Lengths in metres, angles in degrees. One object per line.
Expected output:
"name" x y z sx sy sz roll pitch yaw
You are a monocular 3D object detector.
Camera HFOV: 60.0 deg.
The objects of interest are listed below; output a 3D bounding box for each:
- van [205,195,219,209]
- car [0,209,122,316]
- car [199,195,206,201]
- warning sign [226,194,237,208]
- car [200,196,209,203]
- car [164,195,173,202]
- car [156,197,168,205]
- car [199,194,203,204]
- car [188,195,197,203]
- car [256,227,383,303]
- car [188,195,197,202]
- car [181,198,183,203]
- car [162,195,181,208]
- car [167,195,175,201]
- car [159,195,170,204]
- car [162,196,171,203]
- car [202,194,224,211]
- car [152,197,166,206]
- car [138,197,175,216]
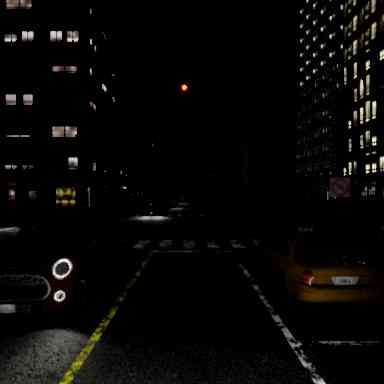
"van" 2.740 1.364 45.937 1.690 1.788 3.998 0 0 0
"car" -3.091 1.351 7.787 2.097 1.767 4.553 0 0 0
"car" 2.794 1.625 90.321 1.752 1.417 4.829 0 0 0
"warning sign" 5.124 1.135 43.665 1.300 1.860 1.060 0 0 0
"car" 2.774 1.611 73.571 1.887 1.381 4.507 0 0 0
"car" -5.600 1.516 79.107 1.967 1.590 4.097 0 0 0
"car" -5.619 1.591 62.526 1.887 1.381 4.507 0 0 0
"car" 2.760 1.362 62.517 2.192 1.841 5.009 0 0 0
"car" 0.082 1.536 69.190 1.882 1.535 5.008 0 0 0
"car" 2.696 1.526 8.168 1.752 1.417 4.829 0 0 0
"car" 0.095 1.531 79.608 2.033 1.411 5.357 0 0 0
"car" -2.925 1.582 68.109 1.812 1.442 4.674 0 0 0
"car" -3.038 1.504 49.043 1.882 1.535 5.008 0 0 0
"car" -5.586 1.624 89.991 1.752 1.417 4.829 0 0 0
"car" -5.613 1.496 68.054 1.967 1.590 4.097 0 0 0
"car" -5.606 1.648 73.581 1.802 1.307 4.206 0 0 0
"car" 2.734 1.332 40.411 2.192 1.841 5.009 0 0 0
"car" -5.626 1.588 57.001 2.008 1.369 4.403 0 0 0
"car" -3.410 1.559 32.952 2.033 1.411 5.357 0 0 6
